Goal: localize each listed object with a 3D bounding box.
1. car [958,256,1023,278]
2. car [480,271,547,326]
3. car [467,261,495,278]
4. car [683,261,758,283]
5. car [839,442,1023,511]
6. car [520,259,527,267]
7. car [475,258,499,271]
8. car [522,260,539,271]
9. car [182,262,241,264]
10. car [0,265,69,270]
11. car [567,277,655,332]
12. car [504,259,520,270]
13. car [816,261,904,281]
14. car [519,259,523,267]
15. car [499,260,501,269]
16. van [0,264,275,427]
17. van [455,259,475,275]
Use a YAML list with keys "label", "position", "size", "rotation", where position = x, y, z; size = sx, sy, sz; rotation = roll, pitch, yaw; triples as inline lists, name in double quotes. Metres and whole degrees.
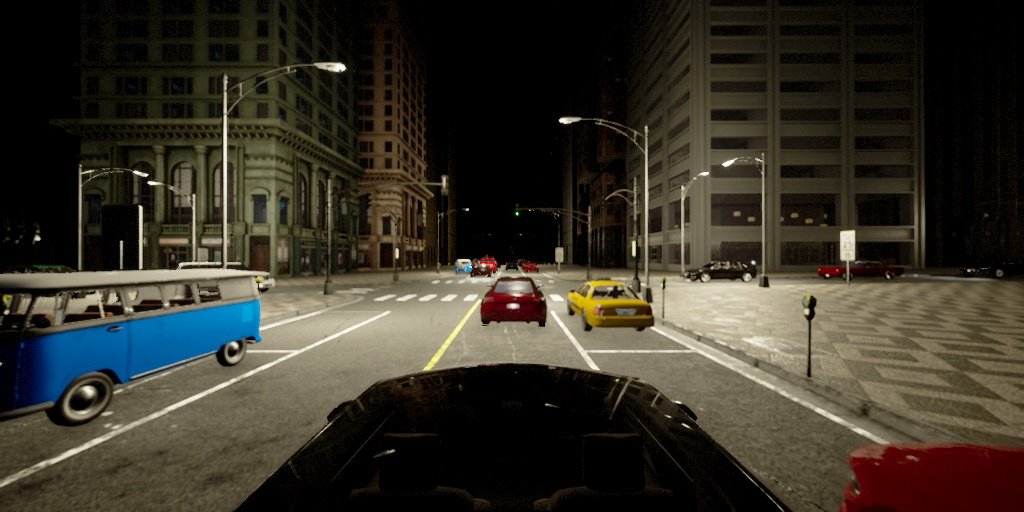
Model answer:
- label: "car"
  position: [35.118, 0.780, 25.639]
  size: [4.892, 1.490, 1.837]
  rotation: [-1, 0, 0]
- label: "car"
  position: [0.099, 1.375, 11.982]
  size: [1.994, 1.385, 4.181]
  rotation: [0, 0, 2]
- label: "car"
  position: [-3.157, 1.533, 37.483]
  size: [1.994, 1.385, 4.181]
  rotation: [0, 0, 1]
- label: "car"
  position: [14.867, 1.114, 25.685]
  size: [4.892, 1.490, 1.837]
  rotation: [-1, 0, 0]
- label: "car"
  position: [2.767, 1.286, 0.222]
  size: [1.888, 1.381, 4.507]
  rotation: [0, 0, 0]
- label: "car"
  position: [2.680, 1.626, 54.419]
  size: [1.888, 1.381, 4.507]
  rotation: [0, 0, 0]
- label: "car"
  position: [-3.186, 1.253, 47.112]
  size: [2.150, 2.045, 5.566]
  rotation: [0, 0, -1]
- label: "car"
  position: [2.691, 1.589, 48.894]
  size: [1.888, 1.381, 4.507]
  rotation: [0, 0, 0]
- label: "car"
  position: [-18.116, 1.389, 22.583]
  size: [5.566, 2.045, 2.150]
  rotation: [-1, 0, 3]
- label: "car"
  position: [-29.406, 1.585, 22.563]
  size: [5.566, 2.045, 2.150]
  rotation: [-1, 0, 0]
- label: "car"
  position: [2.753, 1.329, 10.972]
  size: [1.751, 1.417, 4.829]
  rotation: [0, 0, 0]
- label: "car"
  position: [-0.009, 1.684, 60.380]
  size: [1.994, 1.385, 4.181]
  rotation: [0, 0, 0]
- label: "car"
  position: [24.787, 1.044, 25.665]
  size: [4.718, 1.301, 1.895]
  rotation: [-1, 0, 0]
- label: "car"
  position: [2.668, 1.663, 59.944]
  size: [1.888, 1.381, 4.507]
  rotation: [0, 0, 0]
- label: "car"
  position: [-3.188, 1.699, 56.916]
  size: [1.895, 1.301, 4.718]
  rotation: [0, 0, 0]
- label: "van"
  position: [-5.768, 1.112, 5.388]
  size: [1.690, 1.789, 3.998]
  rotation: [0, 0, 0]
- label: "van"
  position: [-5.854, 1.348, 43.371]
  size: [1.690, 1.789, 3.998]
  rotation: [0, 0, 0]
